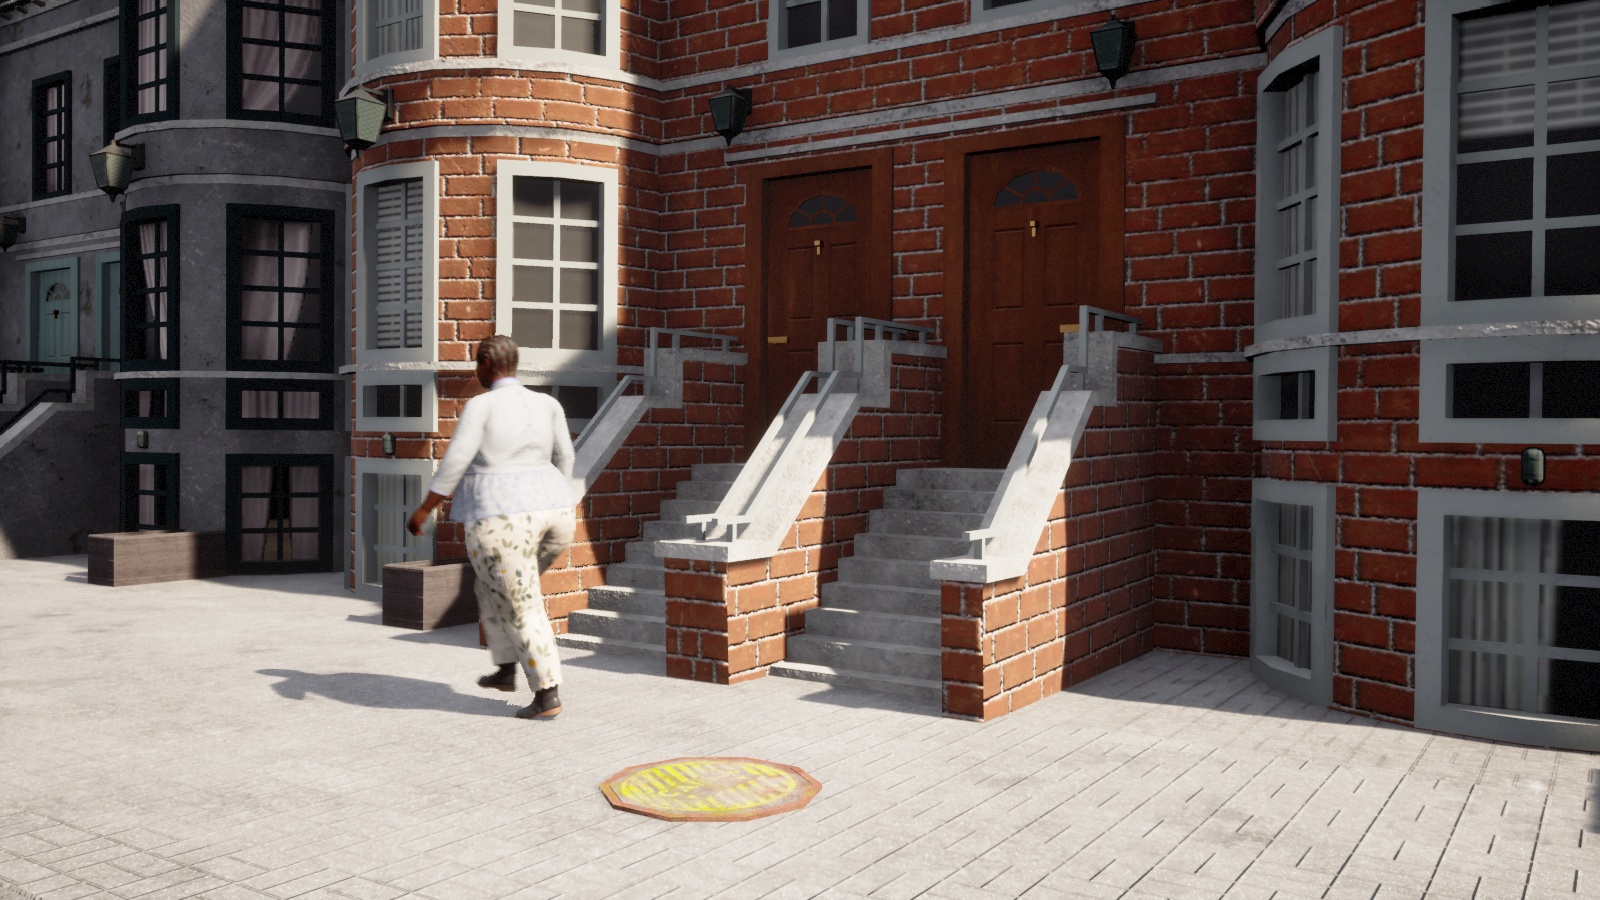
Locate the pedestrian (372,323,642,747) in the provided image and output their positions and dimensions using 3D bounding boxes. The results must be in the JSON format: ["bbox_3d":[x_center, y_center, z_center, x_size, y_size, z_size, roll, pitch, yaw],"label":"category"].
[{"bbox_3d":[-1.411,0.368,6.106,0.900,1.855,0.874,0,1,33],"label":"pedestrian"}]
